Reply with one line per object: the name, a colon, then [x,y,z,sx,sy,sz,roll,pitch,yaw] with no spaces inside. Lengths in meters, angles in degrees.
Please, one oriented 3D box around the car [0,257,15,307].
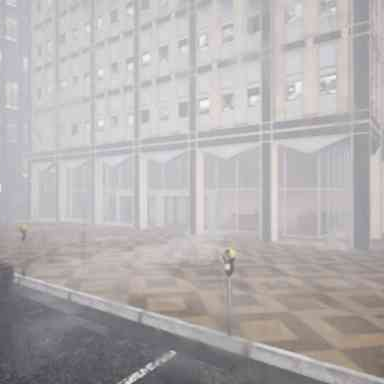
car: [-5.193,1.537,6.582,4.313,1.339,1.947,0,0,35]
